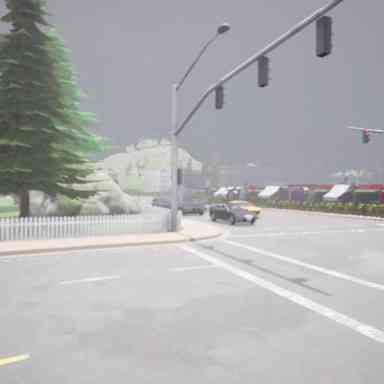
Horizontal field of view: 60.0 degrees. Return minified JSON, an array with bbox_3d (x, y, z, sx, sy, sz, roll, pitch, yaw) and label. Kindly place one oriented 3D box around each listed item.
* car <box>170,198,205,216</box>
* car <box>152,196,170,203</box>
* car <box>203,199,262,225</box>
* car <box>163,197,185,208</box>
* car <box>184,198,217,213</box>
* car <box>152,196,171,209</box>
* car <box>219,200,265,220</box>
[{"bbox_3d":[-0.349,1.592,32.957,1.994,1.385,4.181,1,0,-22],"label":"car"},{"bbox_3d":[-6.295,1.490,67.121,2.033,1.411,5.357,1,0,-22],"label":"car"},{"bbox_3d":[2.950,1.560,24.679,2.128,1.511,4.902,1,0,-22],"label":"car"},{"bbox_3d":[-2.675,1.520,48.317,1.812,1.442,4.674,1,0,-22],"label":"car"},{"bbox_3d":[0.951,1.530,39.171,2.128,1.511,4.902,1,0,-22],"label":"car"},{"bbox_3d":[-3.599,1.551,41.146,1.994,1.385,4.181,1,0,-22],"label":"car"},{"bbox_3d":[4.440,1.559,30.399,1.882,1.535,5.008,1,0,-22],"label":"car"}]
